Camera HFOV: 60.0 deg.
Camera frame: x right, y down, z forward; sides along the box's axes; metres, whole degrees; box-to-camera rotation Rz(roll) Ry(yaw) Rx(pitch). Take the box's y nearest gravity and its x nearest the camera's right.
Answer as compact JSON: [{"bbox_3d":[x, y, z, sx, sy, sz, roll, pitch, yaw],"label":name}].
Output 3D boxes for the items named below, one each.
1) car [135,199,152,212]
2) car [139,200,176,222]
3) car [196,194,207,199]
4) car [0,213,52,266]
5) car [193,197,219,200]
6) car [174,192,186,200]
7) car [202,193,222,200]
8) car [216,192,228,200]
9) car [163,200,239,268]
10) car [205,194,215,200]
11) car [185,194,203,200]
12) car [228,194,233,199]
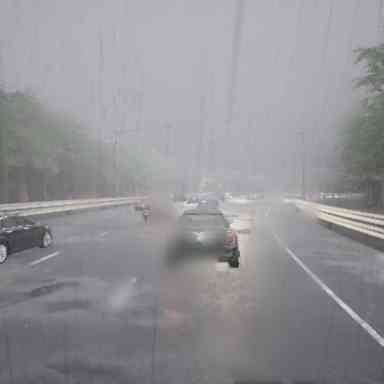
[{"bbox_3d":[-5.112,1.462,37.951,1.994,1.385,4.181,0,0,5],"label":"car"},{"bbox_3d":[-2.449,1.560,25.757,1.895,1.301,4.718,0,0,3],"label":"car"},{"bbox_3d":[2.566,1.259,91.199,2.033,1.411,5.357,0,0,12],"label":"car"},{"bbox_3d":[-6.585,1.471,11.463,1.837,1.490,4.892,0,0,2],"label":"car"},{"bbox_3d":[1.402,1.517,32.268,1.994,1.385,4.181,0,0,4],"label":"car"},{"bbox_3d":[-2.113,1.039,64.751,2.150,2.045,5.566,0,0,9],"label":"car"},{"bbox_3d":[3.032,1.370,49.758,1.882,1.535,5.008,0,0,6],"label":"car"},{"bbox_3d":[5.978,1.040,71.208,2.150,2.045,5.566,0,0,9],"label":"car"},{"bbox_3d":[0.363,1.344,11.502,2.097,1.767,4.553,0,0,2],"label":"car"},{"bbox_3d":[4.646,1.310,83.747,1.994,1.385,4.181,0,0,11],"label":"car"},{"bbox_3d":[0.630,1.203,58.008,2.097,1.767,4.553,0,0,7],"label":"car"},{"bbox_3d":[9.168,1.342,88.556,1.895,1.301,4.718,0,0,12],"label":"car"}]
